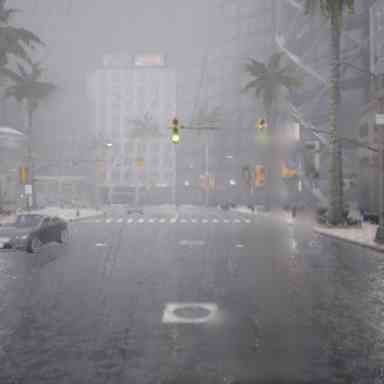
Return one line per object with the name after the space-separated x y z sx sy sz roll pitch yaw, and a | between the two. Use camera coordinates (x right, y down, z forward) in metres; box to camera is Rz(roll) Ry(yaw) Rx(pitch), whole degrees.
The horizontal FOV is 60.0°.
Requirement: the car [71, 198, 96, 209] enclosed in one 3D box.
-21.045 2.128 64.383 5.566 2.045 2.150 -1 -1 35 | car

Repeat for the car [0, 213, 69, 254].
-7.006 1.707 14.540 2.128 1.511 4.902 0 -1 0 | car

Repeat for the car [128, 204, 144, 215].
-7.157 2.233 42.801 1.895 1.301 4.718 0 -1 -6 | car
